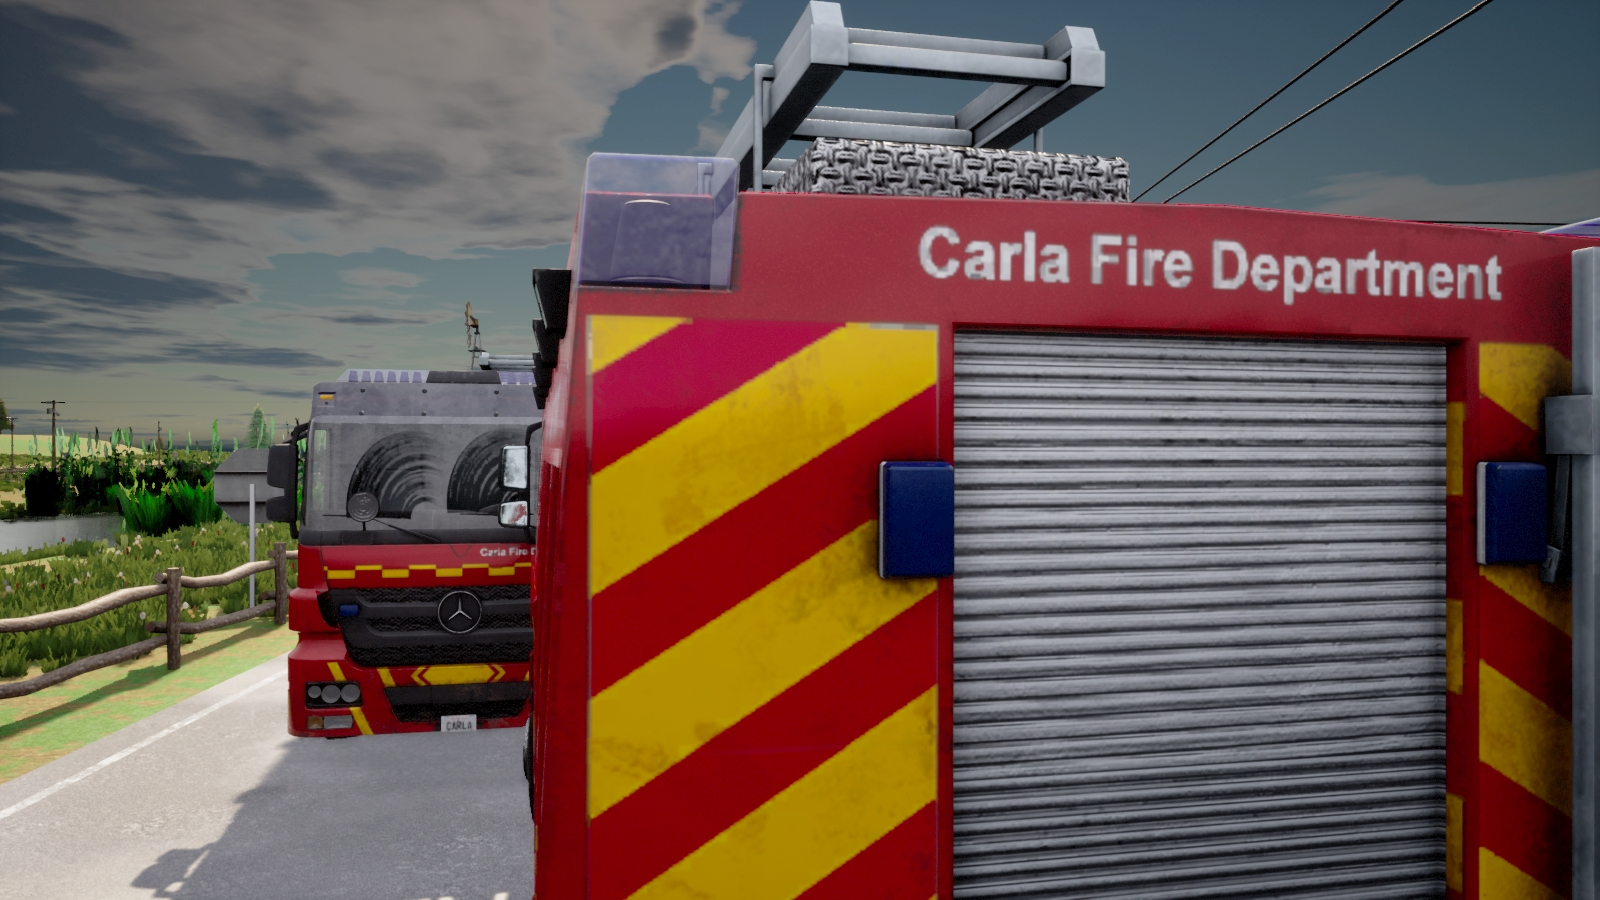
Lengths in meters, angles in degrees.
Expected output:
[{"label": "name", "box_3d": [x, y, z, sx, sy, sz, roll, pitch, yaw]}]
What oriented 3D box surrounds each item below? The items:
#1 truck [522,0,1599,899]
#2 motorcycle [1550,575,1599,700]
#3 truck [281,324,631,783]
[{"label": "truck", "box_3d": [-0.147, 0.866, 6.872, 2.891, 3.827, 8.468, 0, 0, -13]}, {"label": "motorcycle", "box_3d": [9.818, 2.142, 13.187, 1.805, 1.316, 0.856, 0, 0, -7]}, {"label": "truck", "box_3d": [-3.884, 0.862, 13.981, 2.891, 3.827, 8.468, 0, 0, -13]}]
